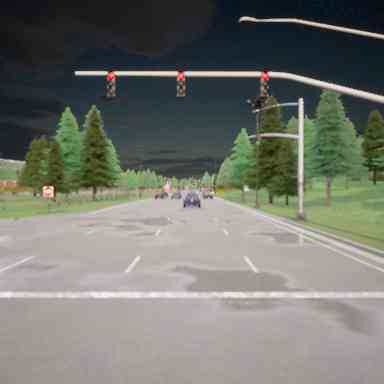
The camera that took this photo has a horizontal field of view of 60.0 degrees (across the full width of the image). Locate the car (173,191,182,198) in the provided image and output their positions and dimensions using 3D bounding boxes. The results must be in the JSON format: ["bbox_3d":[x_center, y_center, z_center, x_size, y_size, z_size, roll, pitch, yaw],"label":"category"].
[{"bbox_3d":[-3.498,0.582,81.709,2.033,1.411,5.357,0,1,0],"label":"car"}]

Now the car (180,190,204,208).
[{"bbox_3d":[0.001,0.959,40.648,2.097,1.767,4.553,0,1,0],"label":"car"}]

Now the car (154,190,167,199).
[{"bbox_3d":[-6.998,0.823,71.708,1.812,1.442,4.674,0,1,0],"label":"car"}]

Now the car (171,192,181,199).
[{"bbox_3d":[-3.498,0.842,71.291,2.033,1.411,5.357,0,1,0],"label":"car"}]

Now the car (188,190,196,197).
[{"bbox_3d":[0.002,0.398,81.677,2.097,1.767,4.553,0,1,0],"label":"car"}]

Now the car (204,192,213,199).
[{"bbox_3d":[3.502,0.894,71.738,1.895,1.301,4.718,0,1,0],"label":"car"}]

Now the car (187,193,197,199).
[{"bbox_3d":[0.002,0.851,71.675,1.994,1.385,4.181,0,1,0],"label":"car"}]

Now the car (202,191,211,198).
[{"bbox_3d":[3.502,0.582,81.709,2.033,1.411,5.357,0,1,0],"label":"car"}]
